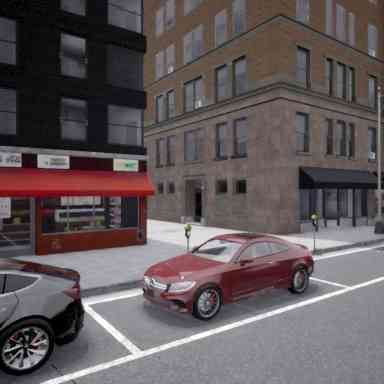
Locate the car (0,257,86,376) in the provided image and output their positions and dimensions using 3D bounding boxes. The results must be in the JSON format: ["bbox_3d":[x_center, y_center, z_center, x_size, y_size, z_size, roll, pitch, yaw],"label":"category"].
[{"bbox_3d":[-3.523,1.566,4.022,4.313,1.339,1.947,0,0,-36],"label":"car"}]

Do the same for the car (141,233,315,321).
[{"bbox_3d":[0.954,1.582,7.218,4.206,1.307,1.802,0,0,-36],"label":"car"}]
